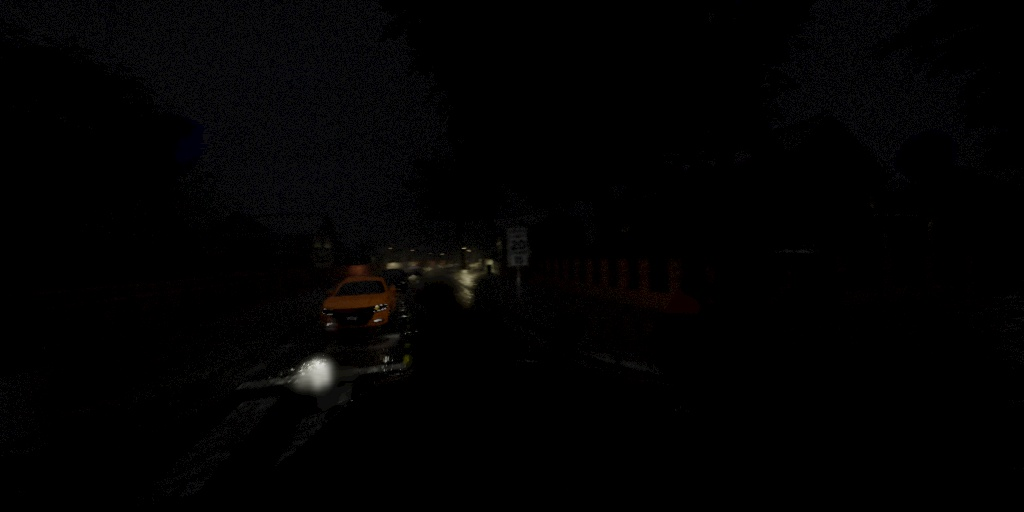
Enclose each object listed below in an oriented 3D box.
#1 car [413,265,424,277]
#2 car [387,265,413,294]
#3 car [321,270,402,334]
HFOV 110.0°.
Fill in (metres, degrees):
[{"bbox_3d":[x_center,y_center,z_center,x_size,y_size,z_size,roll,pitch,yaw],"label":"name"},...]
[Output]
[{"bbox_3d":[-11.578,1.803,43.057,2.033,1.411,5.357,-3,0,-9],"label":"car"},{"bbox_3d":[-7.603,1.569,22.868,1.882,1.535,5.008,-3,0,-13],"label":"car"},{"bbox_3d":[-4.956,1.461,12.135,1.882,1.535,5.008,-3,0,-15],"label":"car"}]
